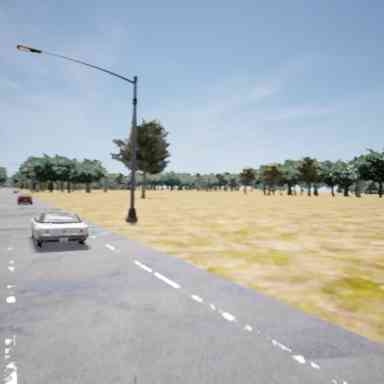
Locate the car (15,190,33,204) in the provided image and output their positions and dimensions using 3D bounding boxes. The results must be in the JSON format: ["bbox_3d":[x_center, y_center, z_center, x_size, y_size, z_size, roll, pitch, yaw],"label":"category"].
[{"bbox_3d":[-24.487,0.927,48.715,1.882,1.535,5.008,2,0,-29],"label":"car"}]

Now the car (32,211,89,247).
[{"bbox_3d":[-5.892,1.493,14.532,1.895,1.301,4.718,2,0,-29],"label":"car"}]
